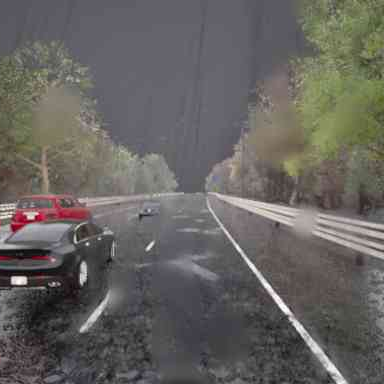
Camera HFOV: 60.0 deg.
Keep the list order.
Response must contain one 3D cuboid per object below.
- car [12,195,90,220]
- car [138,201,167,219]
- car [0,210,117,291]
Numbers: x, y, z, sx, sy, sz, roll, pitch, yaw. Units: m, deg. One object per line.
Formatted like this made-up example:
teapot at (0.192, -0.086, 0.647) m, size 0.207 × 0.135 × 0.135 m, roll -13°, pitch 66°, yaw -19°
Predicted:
car at (-6.808, 1.152, 16.770) m, size 2.150 × 2.045 × 5.566 m, roll 0°, pitch 0°, yaw 1°
car at (-3.169, 1.434, 27.382) m, size 2.033 × 1.411 × 5.357 m, roll 0°, pitch 0°, yaw 1°
car at (-3.364, 1.468, 8.908) m, size 1.837 × 1.490 × 4.892 m, roll 0°, pitch 0°, yaw 0°
